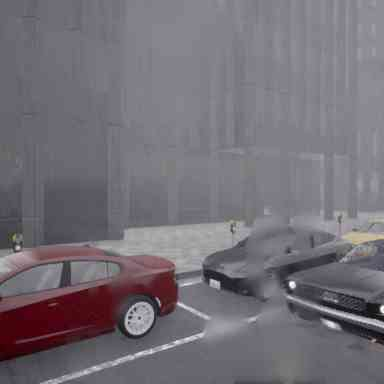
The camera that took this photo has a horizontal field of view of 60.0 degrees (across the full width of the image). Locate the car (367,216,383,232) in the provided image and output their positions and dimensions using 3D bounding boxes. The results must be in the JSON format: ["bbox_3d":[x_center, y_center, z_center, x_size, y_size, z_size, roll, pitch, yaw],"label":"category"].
[{"bbox_3d":[6.703,1.527,11.445,4.829,1.417,1.752,0,0,-36],"label":"car"}]

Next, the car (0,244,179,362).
[{"bbox_3d":[-2.330,1.545,4.990,4.507,1.381,1.887,0,0,-36],"label":"car"}]

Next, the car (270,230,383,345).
[{"bbox_3d":[3.801,1.601,6.098,4.718,1.301,1.895,0,0,-36],"label":"car"}]

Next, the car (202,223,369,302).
[{"bbox_3d":[2.255,1.566,8.267,4.313,1.339,1.947,0,0,-36],"label":"car"}]
